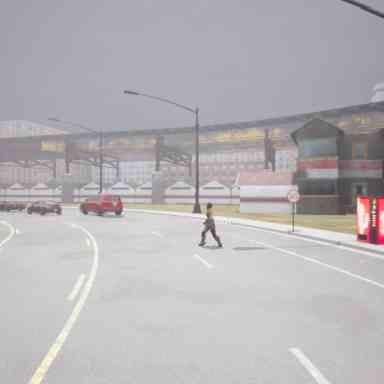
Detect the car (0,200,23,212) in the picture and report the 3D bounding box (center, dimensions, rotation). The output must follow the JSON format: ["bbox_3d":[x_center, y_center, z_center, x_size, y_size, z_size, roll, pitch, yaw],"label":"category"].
[{"bbox_3d":[-21.462,1.601,38.447,4.718,1.301,1.895,0,0,26],"label":"car"}]

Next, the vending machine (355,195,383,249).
[{"bbox_3d":[7.509,1.195,13.697,1.100,2.100,0.880,0,0,-15],"label":"vending machine"}]

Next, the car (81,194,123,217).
[{"bbox_3d":[-8.682,1.222,31.844,2.150,2.045,5.566,0,0,-41],"label":"car"}]

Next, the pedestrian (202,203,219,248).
[{"bbox_3d":[0.719,1.294,13.228,0.375,1.860,0.375,0,0,-16],"label":"pedestrian"}]

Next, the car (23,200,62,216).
[{"bbox_3d":[-14.501,1.526,32.705,4.674,1.442,1.812,0,0,42],"label":"car"}]
